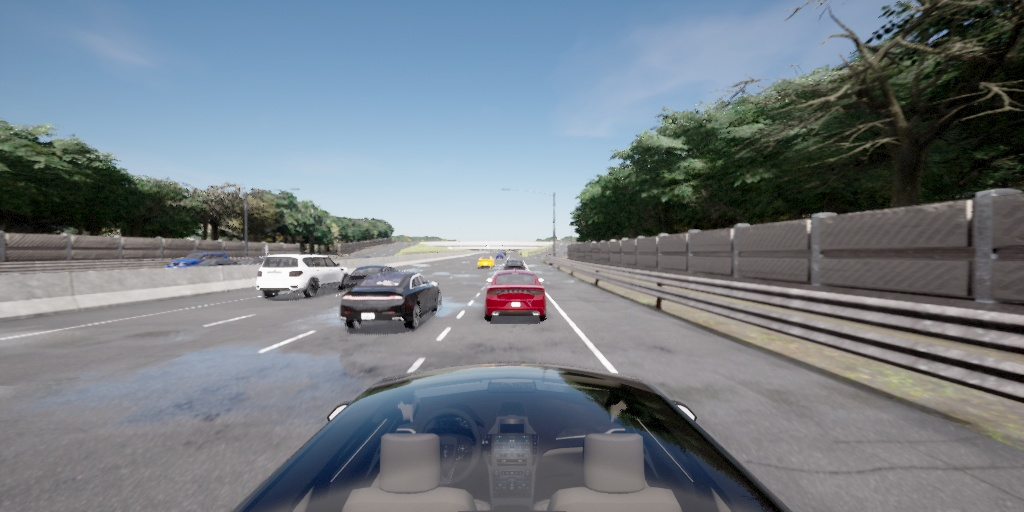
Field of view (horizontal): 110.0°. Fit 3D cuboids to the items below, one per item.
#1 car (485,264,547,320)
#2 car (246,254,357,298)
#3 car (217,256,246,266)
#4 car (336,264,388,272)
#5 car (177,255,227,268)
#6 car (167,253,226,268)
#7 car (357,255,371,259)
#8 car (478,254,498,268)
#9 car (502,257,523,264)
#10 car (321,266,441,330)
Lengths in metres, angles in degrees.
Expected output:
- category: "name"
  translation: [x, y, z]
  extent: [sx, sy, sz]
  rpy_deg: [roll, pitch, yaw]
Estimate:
- category: "car"
  translation: [0.116, 1.218, 12.672]
  extent: [1.882, 1.535, 5.008]
  rpy_deg: [0, 0, 0]
- category: "car"
  translation: [-10.368, 0.933, 18.353]
  extent: [2.150, 2.045, 5.566]
  rpy_deg: [0, 0, 0]
- category: "car"
  translation: [-24.466, 0.999, 33.692]
  extent: [1.882, 1.535, 5.008]
  rpy_deg: [0, 1, 1]
- category: "car"
  translation: [-6.867, 1.215, 18.514]
  extent: [1.837, 1.490, 4.892]
  rpy_deg: [0, 0, 0]
- category: "car"
  translation: [-27.962, 0.998, 33.748]
  extent: [1.882, 1.535, 5.008]
  rpy_deg: [0, 1, 1]
- category: "car"
  translation: [-31.433, 0.697, 36.272]
  extent: [2.150, 2.045, 5.566]
  rpy_deg: [0, 1, 1]
- category: "car"
  translation: [-20.821, 0.679, 49.695]
  extent: [1.882, 1.535, 5.008]
  rpy_deg: [0, 1, 1]
- category: "car"
  translation: [-3.284, 0.738, 46.857]
  extent: [1.882, 1.535, 5.008]
  rpy_deg: [0, 1, 1]
- category: "car"
  translation: [0.194, 1.072, 30.985]
  extent: [1.837, 1.490, 4.892]
  rpy_deg: [0, 1, 0]
- category: "car"
  translation: [-3.490, 1.237, 11.129]
  extent: [2.128, 1.511, 4.902]
  rpy_deg: [0, 0, 0]
